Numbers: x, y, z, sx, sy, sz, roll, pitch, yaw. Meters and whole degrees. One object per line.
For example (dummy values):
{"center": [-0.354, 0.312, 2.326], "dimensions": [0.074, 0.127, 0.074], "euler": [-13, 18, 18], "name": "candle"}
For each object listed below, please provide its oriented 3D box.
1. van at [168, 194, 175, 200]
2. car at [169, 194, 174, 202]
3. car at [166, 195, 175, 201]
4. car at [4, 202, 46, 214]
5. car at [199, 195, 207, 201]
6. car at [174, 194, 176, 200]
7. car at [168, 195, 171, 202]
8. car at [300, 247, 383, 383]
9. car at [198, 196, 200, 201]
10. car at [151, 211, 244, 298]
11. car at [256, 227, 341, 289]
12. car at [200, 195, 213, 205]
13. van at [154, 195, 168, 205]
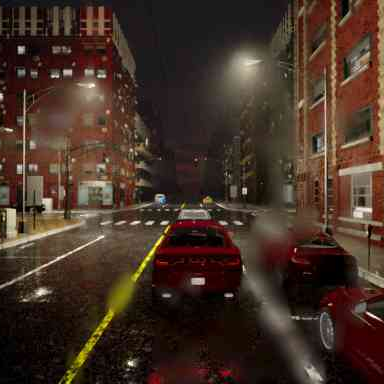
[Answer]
{"center": [-5.599, 1.375, 92.082], "dimensions": [1.690, 1.788, 3.998], "euler": [1, 0, 0], "name": "van"}
{"center": [-5.617, 1.607, 75.125], "dimensions": [1.802, 1.307, 4.206], "euler": [1, 0, 0], "name": "car"}
{"center": [-5.607, 1.582, 86.429], "dimensions": [2.008, 1.369, 4.403], "euler": [1, 0, 0], "name": "car"}
{"center": [-18.680, 1.730, 37.269], "dimensions": [4.313, 1.339, 1.947], "euler": [0, -1, 0], "name": "car"}
{"center": [2.773, 1.597, 86.383], "dimensions": [1.947, 1.339, 4.313], "euler": [1, 0, 0], "name": "car"}
{"center": [-5.611, 1.553, 80.607], "dimensions": [1.752, 1.417, 4.829], "euler": [1, 0, 0], "name": "car"}
{"center": [-5.626, 1.602, 63.820], "dimensions": [1.802, 1.307, 4.206], "euler": [1, 0, 0], "name": "car"}
{"center": [2.670, 1.583, 3.213], "dimensions": [1.802, 1.307, 4.206], "euler": [1, 0, 0], "name": "car"}
{"center": [2.769, 1.572, 80.732], "dimensions": [1.887, 1.381, 4.507], "euler": [1, 0, 0], "name": "car"}
{"center": [0.105, 1.480, 8.549], "dimensions": [1.882, 1.535, 5.008], "euler": [0, 0, 0], "name": "car"}
{"center": [2.845, 1.584, 8.869], "dimensions": [1.802, 1.307, 4.206], "euler": [1, 0, 0], "name": "car"}
{"center": [2.750, 1.543, 58.292], "dimensions": [1.752, 1.417, 4.829], "euler": [1, 0, 0], "name": "car"}
{"center": [-5.627, 1.359, 58.168], "dimensions": [1.690, 1.788, 3.998], "euler": [1, 0, 0], "name": "van"}
